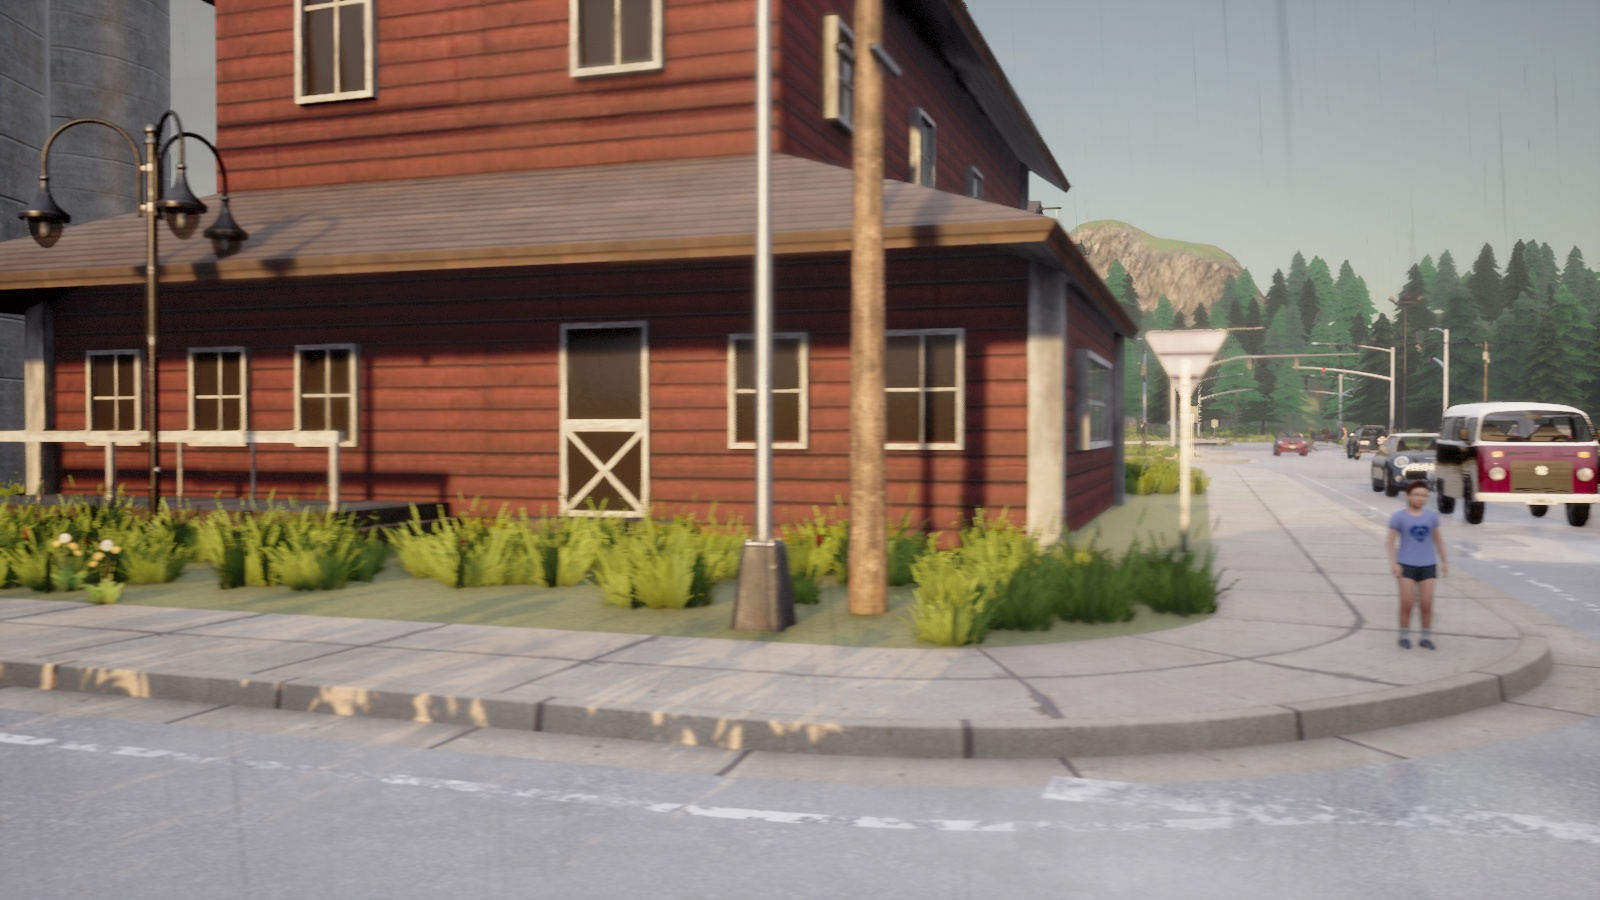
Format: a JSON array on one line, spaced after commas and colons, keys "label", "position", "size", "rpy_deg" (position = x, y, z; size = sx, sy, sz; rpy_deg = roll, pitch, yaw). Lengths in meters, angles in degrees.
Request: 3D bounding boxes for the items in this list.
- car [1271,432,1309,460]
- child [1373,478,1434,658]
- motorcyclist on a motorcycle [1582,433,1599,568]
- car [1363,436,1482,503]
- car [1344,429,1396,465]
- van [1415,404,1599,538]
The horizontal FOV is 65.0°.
[{"label": "car", "position": [28.865, -0.262, 74.062], "size": [1.851, 1.617, 3.988], "rpy_deg": [1, 1, 18]}, {"label": "child", "position": [3.886, 0.747, 8.099], "size": [0.255, 1.110, 0.394], "rpy_deg": [1, 1, 13]}, {"label": "motorcyclist on a motorcycle", "position": [9.825, 0.603, 14.534], "size": [0.866, 1.590, 1.817], "rpy_deg": [1, 1, 18]}, {"label": "car", "position": [14.767, 0.411, 29.985], "size": [1.970, 1.475, 3.806], "rpy_deg": [1, 1, 18]}, {"label": "car", "position": [30.085, -0.191, 66.388], "size": [1.932, 1.855, 4.605], "rpy_deg": [1, 1, 17]}, {"label": "van", "position": [12.076, 0.280, 21.562], "size": [2.069, 2.038, 4.480], "rpy_deg": [1, 1, 18]}]
